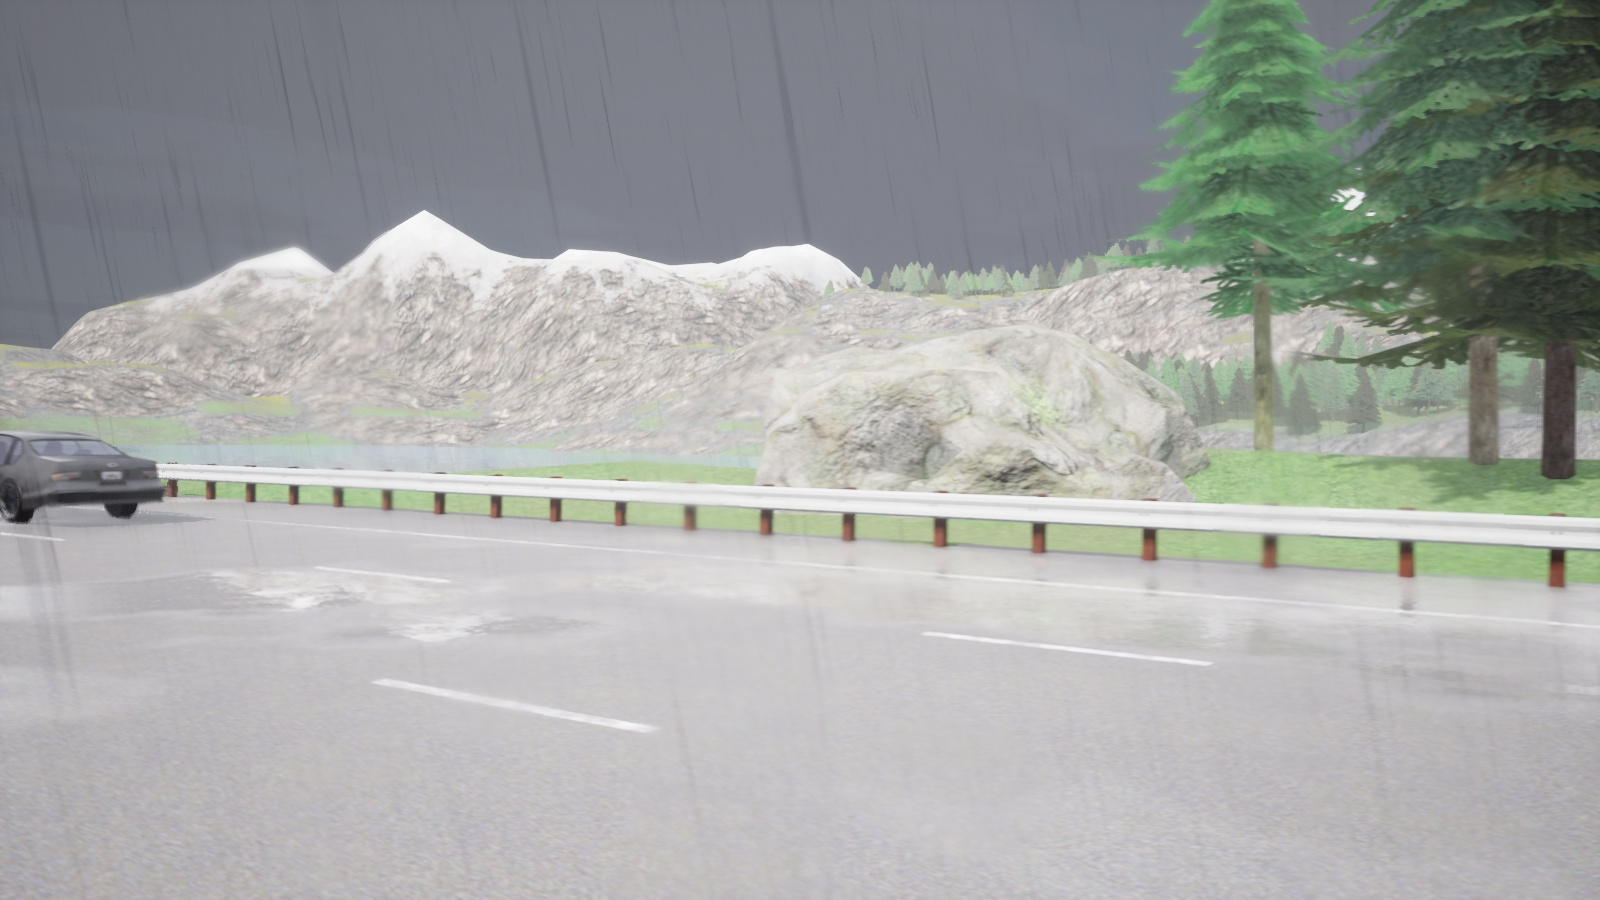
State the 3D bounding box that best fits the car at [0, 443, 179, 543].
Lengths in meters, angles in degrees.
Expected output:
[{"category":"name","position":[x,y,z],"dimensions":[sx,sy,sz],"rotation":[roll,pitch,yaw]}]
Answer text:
[{"category":"car","position":[-12.578,0.614,20.385],"dimensions":[5.357,1.411,2.033],"rotation":[0,1,34]}]
